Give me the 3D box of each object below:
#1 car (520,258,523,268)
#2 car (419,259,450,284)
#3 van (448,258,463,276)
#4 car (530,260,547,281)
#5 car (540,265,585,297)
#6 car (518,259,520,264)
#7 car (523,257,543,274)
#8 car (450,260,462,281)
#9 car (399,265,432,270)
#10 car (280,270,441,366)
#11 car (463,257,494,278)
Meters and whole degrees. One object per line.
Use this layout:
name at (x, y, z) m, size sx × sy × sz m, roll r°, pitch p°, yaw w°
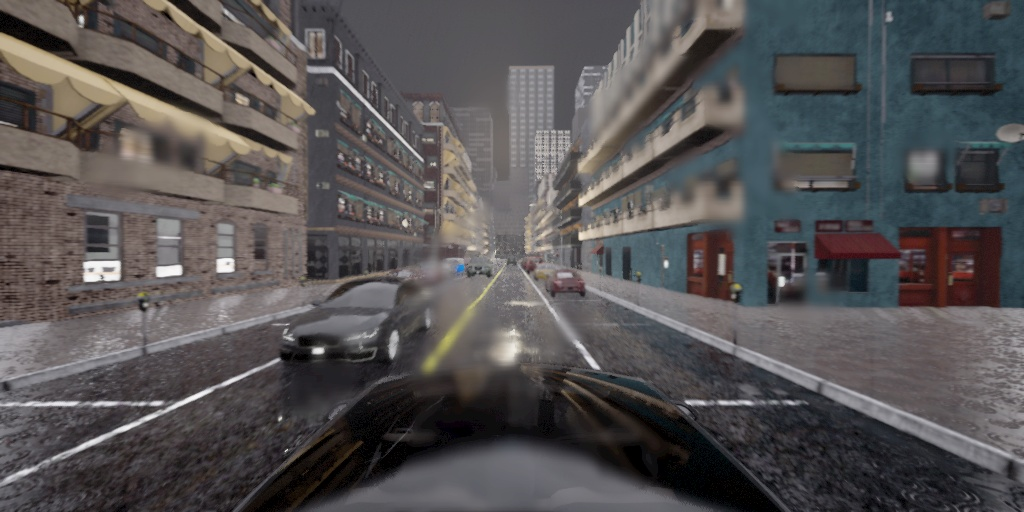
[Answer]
car at (2.671, 1.062, 52.136) m, size 2.192 × 1.841 × 5.009 m, roll 0°, pitch 0°, yaw 0°
car at (-5.666, 1.197, 24.151) m, size 1.967 × 1.591 × 4.097 m, roll 0°, pitch 0°, yaw 0°
van at (-5.670, 1.098, 35.355) m, size 1.690 × 1.789 × 3.998 m, roll 0°, pitch 0°, yaw 0°
car at (2.680, 1.272, 29.898) m, size 1.751 × 1.417 × 4.829 m, roll 0°, pitch 0°, yaw 0°
car at (2.684, 1.328, 18.524) m, size 1.802 × 1.307 × 4.207 m, roll 0°, pitch 0°, yaw 0°
car at (2.668, 1.062, 63.340) m, size 2.192 × 1.841 × 5.009 m, roll 0°, pitch 0°, yaw 0°
car at (2.676, 1.061, 40.932) m, size 2.192 × 1.841 × 5.009 m, roll 0°, pitch 0°, yaw 0°
car at (-5.668, 1.308, 29.753) m, size 2.007 × 1.370 × 4.403 m, roll 0°, pitch 0°, yaw 0°
car at (-5.663, 1.340, 18.549) m, size 1.802 × 1.307 × 4.207 m, roll 0°, pitch 0°, yaw 0°
car at (-3.091, 1.258, 8.164) m, size 1.837 × 1.490 × 4.892 m, roll 0°, pitch 0°, yaw 0°
car at (-3.012, 1.082, 34.592) m, size 2.150 × 2.045 × 5.566 m, roll 0°, pitch 0°, yaw 0°
